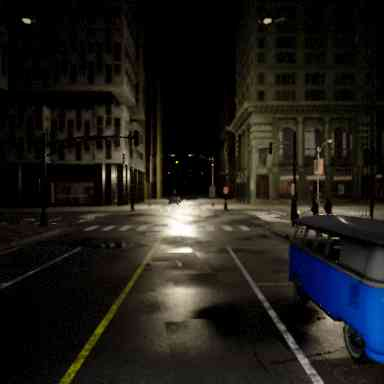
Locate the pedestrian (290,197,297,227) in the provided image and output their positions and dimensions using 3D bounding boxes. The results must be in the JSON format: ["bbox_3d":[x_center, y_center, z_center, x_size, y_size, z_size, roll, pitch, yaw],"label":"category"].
[{"bbox_3d":[6.111,1.178,20.230,0.375,1.860,0.375,0,0,0],"label":"pedestrian"}]

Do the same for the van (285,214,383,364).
[{"bbox_3d":[2.845,1.352,5.586,1.690,1.788,3.998,0,0,0],"label":"van"}]

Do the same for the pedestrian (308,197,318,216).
[{"bbox_3d":[6.961,1.160,19.031,0.375,1.860,0.375,0,0,0],"label":"pedestrian"}]

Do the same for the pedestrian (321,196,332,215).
[{"bbox_3d":[8.003,1.123,19.632,0.375,1.860,0.375,0,0,0],"label":"pedestrian"}]

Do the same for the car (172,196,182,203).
[{"bbox_3d":[-3.323,1.595,74.469,2.033,1.411,5.357,0,0,0],"label":"car"}]

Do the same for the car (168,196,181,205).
[{"bbox_3d":[-3.237,1.608,58.959,2.033,1.411,5.357,0,0,0],"label":"car"}]
